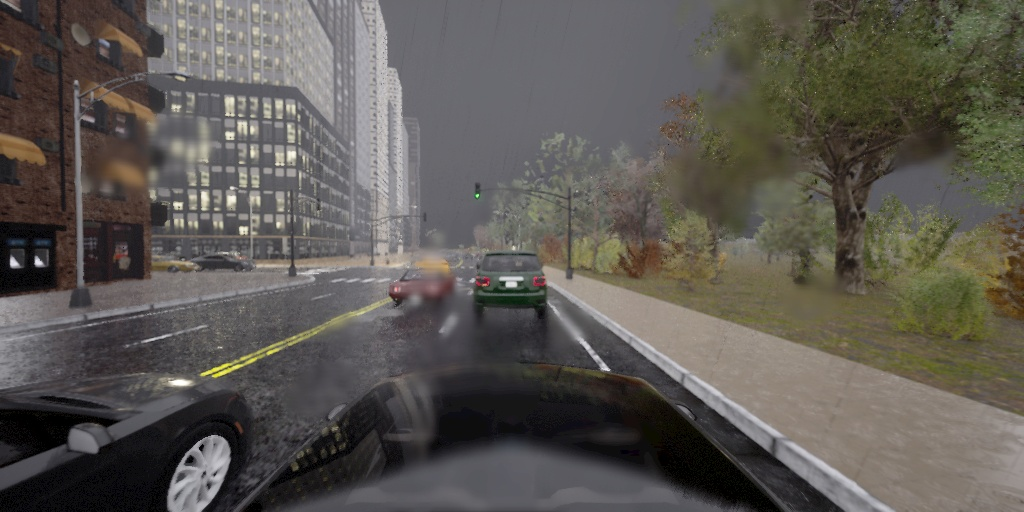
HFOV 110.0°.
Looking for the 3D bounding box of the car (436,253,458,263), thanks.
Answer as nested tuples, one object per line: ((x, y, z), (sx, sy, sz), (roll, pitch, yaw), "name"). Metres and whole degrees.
((-9.172, 0.543, 50.527), (2.033, 1.411, 5.357), (0, 1, -6), "car")

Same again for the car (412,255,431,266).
((-12.300, 0.585, 49.059), (1.994, 1.385, 4.181), (0, 1, -6), "car")

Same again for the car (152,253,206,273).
((-26.458, 0.571, 26.881), (4.829, 1.417, 1.751), (0, 0, -11), "car")

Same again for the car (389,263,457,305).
((-3.389, 1.155, 14.632), (1.895, 1.301, 4.718), (0, 1, -2), "car")

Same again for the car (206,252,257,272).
((-24.152, 0.557, 30.022), (4.674, 1.442, 1.812), (1, 1, -9), "car")

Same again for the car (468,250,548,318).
((-0.076, 0.811, 12.366), (2.150, 2.045, 5.566), (0, 1, -1), "car")

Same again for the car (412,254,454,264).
((-6.437, 0.816, 28.736), (1.882, 1.535, 5.008), (0, 1, -25), "car")

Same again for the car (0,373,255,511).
((-3.185, 1.262, 1.172), (1.837, 1.490, 4.892), (0, 1, 0), "car")
